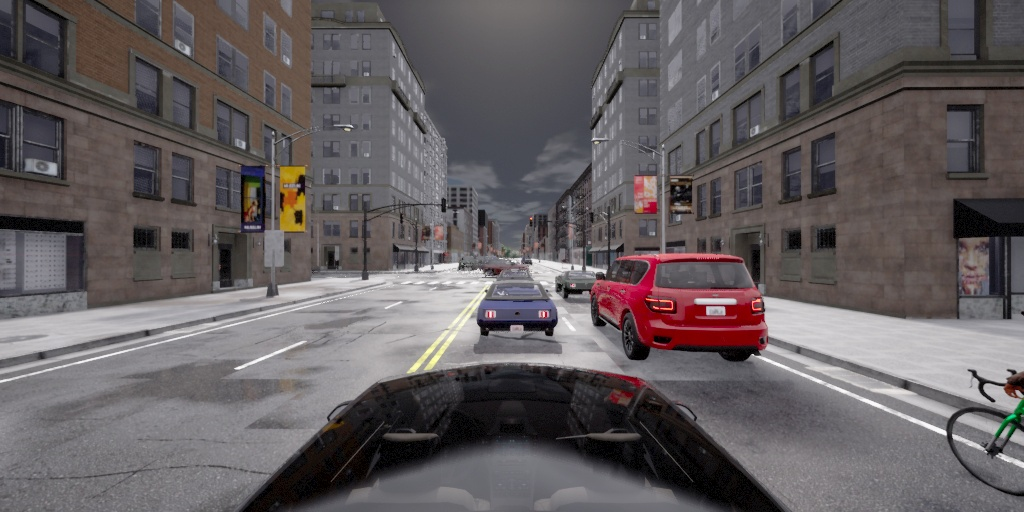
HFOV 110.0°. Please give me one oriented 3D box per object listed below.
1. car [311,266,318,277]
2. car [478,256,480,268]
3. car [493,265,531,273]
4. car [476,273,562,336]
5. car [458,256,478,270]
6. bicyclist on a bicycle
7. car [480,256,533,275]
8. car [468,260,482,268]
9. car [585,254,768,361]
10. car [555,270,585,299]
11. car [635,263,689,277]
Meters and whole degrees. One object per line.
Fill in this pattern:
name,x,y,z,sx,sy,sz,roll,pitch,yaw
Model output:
car,-20.931,1.240,33.803,4.892,1.490,1.837,0,0,1
car,-3.131,0.990,51.754,2.150,2.045,5.566,0,0,2
car,0.162,1.355,19.453,1.895,1.301,4.718,0,0,0
car,0.129,1.352,10.348,1.895,1.301,4.718,0,0,0
car,-6.406,0.990,52.053,2.150,2.045,5.566,0,0,0
bicyclist on a bicycle,4.148,1.203,2.607,0.582,1.620,1.656,0,0,0
car,-0.443,1.108,33.669,4.553,1.767,2.097,0,0,0
car,-6.356,1.335,61.459,1.994,1.385,4.181,0,0,0
car,3.347,0.972,8.423,2.150,2.045,5.566,0,0,2
car,3.308,1.354,18.191,1.895,1.301,4.718,0,0,0
car,15.187,1.411,36.475,4.718,1.301,1.895,0,0,0
